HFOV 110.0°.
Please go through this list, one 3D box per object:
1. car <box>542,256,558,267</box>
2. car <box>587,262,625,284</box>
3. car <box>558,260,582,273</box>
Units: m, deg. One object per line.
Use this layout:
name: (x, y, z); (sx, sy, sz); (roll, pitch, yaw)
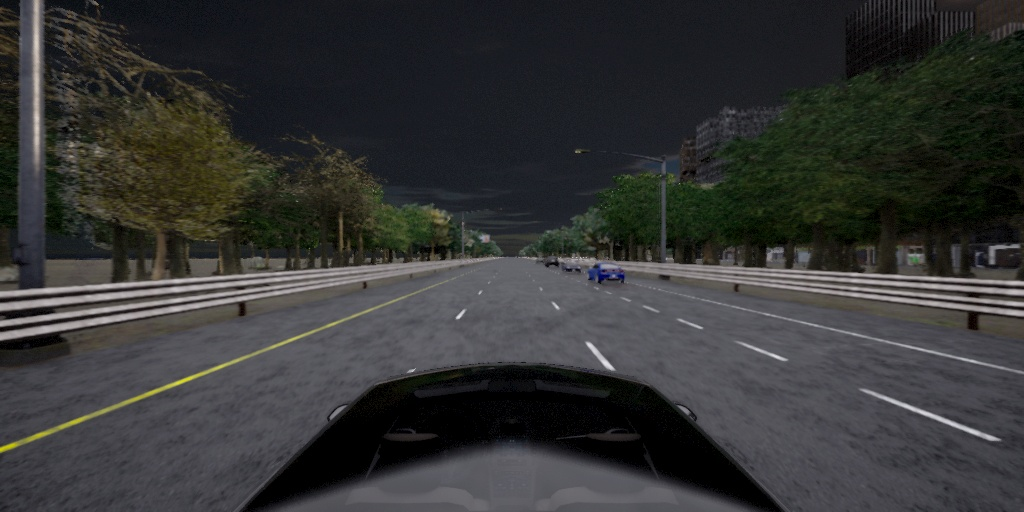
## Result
car: (7.086, 0.989, 64.276); (2.150, 2.045, 5.566); (0, 0, 0)
car: (7.020, 1.237, 27.187); (1.882, 1.535, 5.008); (0, 0, 0)
car: (7.051, 1.362, 43.253); (1.895, 1.301, 4.718); (0, 0, 0)
